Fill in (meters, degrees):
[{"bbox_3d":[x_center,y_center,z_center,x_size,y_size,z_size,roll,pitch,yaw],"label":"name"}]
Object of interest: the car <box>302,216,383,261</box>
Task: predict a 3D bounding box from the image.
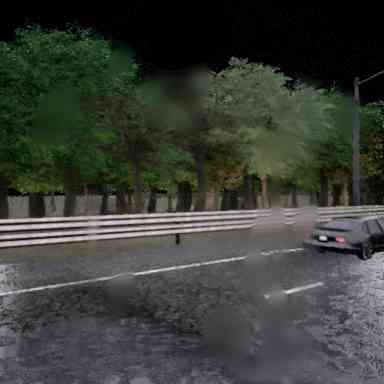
[{"bbox_3d":[6.462,1.615,12.646,5.357,1.411,2.033,0,0,-35],"label":"car"}]
